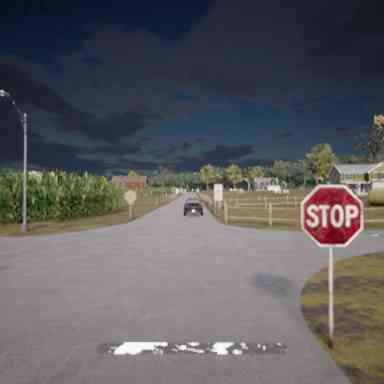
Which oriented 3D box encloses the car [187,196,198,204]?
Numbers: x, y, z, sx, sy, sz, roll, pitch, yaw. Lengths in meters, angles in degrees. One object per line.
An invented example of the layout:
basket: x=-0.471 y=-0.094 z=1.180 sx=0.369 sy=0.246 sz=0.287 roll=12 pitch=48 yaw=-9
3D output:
car: x=0.086 y=1.516 z=61.899 sx=1.994 sy=1.385 sz=4.181 roll=0 pitch=0 yaw=0

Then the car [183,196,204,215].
car: x=0.141 y=1.506 z=33.968 sx=1.837 sy=1.490 sz=4.892 roll=0 pitch=0 yaw=0
